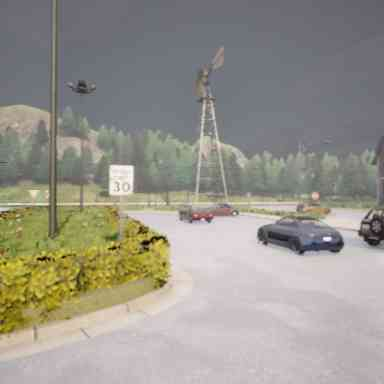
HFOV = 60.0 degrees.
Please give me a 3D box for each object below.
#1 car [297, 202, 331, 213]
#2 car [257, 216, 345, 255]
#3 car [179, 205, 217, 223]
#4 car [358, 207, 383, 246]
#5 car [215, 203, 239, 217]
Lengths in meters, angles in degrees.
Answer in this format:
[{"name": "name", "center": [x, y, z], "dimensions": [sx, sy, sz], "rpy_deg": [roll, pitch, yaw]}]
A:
[{"name": "car", "center": [15.042, 2.012, 41.008], "dimensions": [4.193, 1.474, 1.816], "rpy_deg": [0, -1, -17]}, {"name": "car", "center": [4.493, 1.740, 14.345], "dimensions": [1.994, 1.385, 4.181], "rpy_deg": [0, -1, -16]}, {"name": "car", "center": [0.236, 1.922, 28.553], "dimensions": [1.895, 1.301, 4.718], "rpy_deg": [0, -1, -17]}, {"name": "car", "center": [9.736, 1.506, 14.684], "dimensions": [4.605, 1.855, 1.932], "rpy_deg": [0, -1, -17]}, {"name": "car", "center": [3.069, 1.936, 36.150], "dimensions": [3.905, 1.438, 1.784], "rpy_deg": [0, -1, -17]}]
